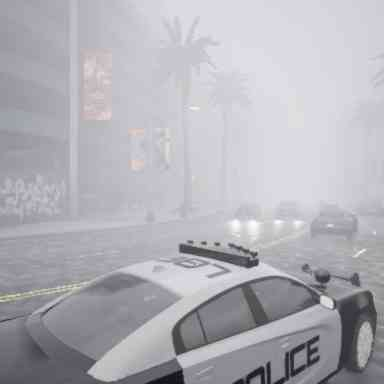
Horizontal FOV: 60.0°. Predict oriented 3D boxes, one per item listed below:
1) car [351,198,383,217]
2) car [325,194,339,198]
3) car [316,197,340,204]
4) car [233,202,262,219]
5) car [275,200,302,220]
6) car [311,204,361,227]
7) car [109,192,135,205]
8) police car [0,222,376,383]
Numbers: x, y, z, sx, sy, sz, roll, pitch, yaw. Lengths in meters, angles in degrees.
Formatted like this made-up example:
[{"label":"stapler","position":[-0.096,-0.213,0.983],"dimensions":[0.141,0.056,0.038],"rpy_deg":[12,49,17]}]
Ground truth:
[{"label":"car","position":[16.437,1.552,31.034],"dimensions":[1.994,1.385,4.181],"rpy_deg":[0,0,16]},{"label":"car","position":[32.877,1.318,77.300],"dimensions":[2.185,1.767,4.553],"rpy_deg":[0,0,16]},{"label":"car","position":[13.211,1.510,32.472],"dimensions":[1.812,1.442,4.674],"rpy_deg":[0,0,16]},{"label":"car","position":[4.981,1.582,29.600],"dimensions":[1.895,1.301,4.718],"rpy_deg":[0,0,19]},{"label":"car","position":[8.255,1.492,28.415],"dimensions":[1.837,1.490,4.892],"rpy_deg":[0,0,19]},{"label":"car","position":[7.578,1.557,17.593],"dimensions":[1.994,1.385,4.181],"rpy_deg":[0,0,30]},{"label":"car","position":[-10.836,0.982,51.444],"dimensions":[2.435,2.045,5.566],"rpy_deg":[0,0,16]},{"label":"police car","position":[0.391,1.422,3.844],"dimensions":[5.238,1.638,1.930],"rpy_deg":[0,0,-40]}]
